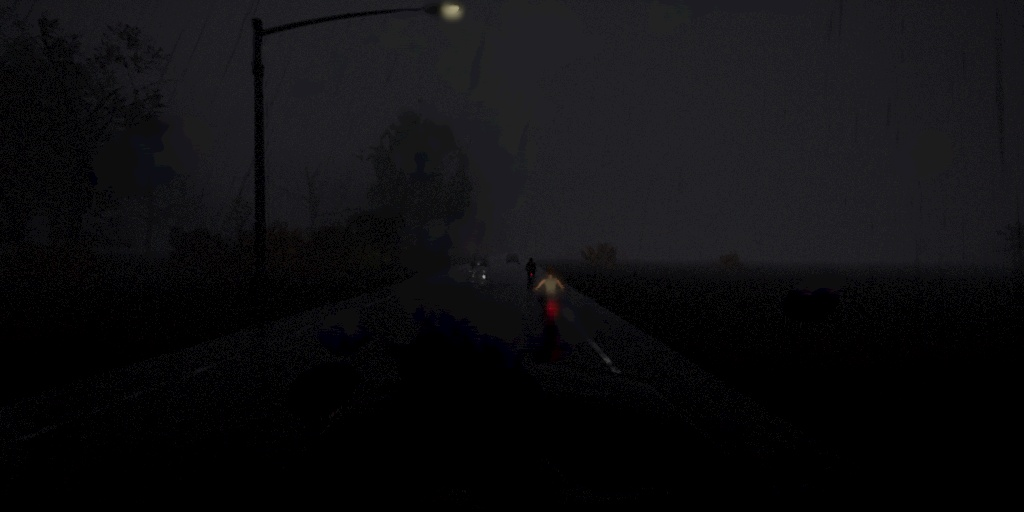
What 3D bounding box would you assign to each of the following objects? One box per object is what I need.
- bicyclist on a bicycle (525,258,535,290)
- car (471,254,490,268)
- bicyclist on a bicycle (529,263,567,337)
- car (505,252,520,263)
[{"bbox_3d":[0.962,0.926,18.027,0.582,1.620,1.656,0,1,0],"label":"bicyclist on a bicycle"},{"bbox_3d":[-3.585,0.565,40.948,2.128,1.511,4.902,0,1,0],"label":"car"},{"bbox_3d":[0.944,1.067,8.802,0.866,1.612,1.509,0,1,0],"label":"bicyclist on a bicycle"},{"bbox_3d":[0.094,0.348,53.955,1.837,1.490,4.892,0,1,0],"label":"car"}]
